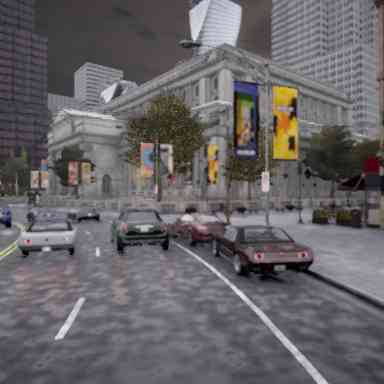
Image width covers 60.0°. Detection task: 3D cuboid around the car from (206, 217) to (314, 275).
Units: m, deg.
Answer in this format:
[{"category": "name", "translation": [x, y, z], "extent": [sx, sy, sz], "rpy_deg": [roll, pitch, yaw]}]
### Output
[{"category": "car", "translation": [1.944, 1.702, 10.824], "extent": [1.895, 1.301, 4.718], "rpy_deg": [0, -1, -9]}]

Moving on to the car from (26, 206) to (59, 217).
[{"category": "car", "translation": [-12.205, 1.856, 27.178], "extent": [2.033, 1.411, 5.357], "rpy_deg": [0, -1, -34]}]

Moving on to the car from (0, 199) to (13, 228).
[{"category": "car", "translation": [-14.488, 1.510, 24.254], "extent": [2.150, 2.045, 5.566], "rpy_deg": [0, -1, -32]}]

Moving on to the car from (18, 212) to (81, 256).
[{"category": "car", "translation": [-5.791, 1.758, 13.895], "extent": [1.895, 1.301, 4.718], "rpy_deg": [0, -1, -17]}]

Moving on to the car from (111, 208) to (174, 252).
[{"category": "car", "translation": [-2.482, 1.511, 14.986], "extent": [2.097, 1.767, 4.553], "rpy_deg": [0, -1, -17]}]

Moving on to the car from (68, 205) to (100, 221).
[{"category": "car", "translation": [-9.821, 1.893, 29.830], "extent": [1.994, 1.385, 4.181], "rpy_deg": [0, -1, -35]}]
